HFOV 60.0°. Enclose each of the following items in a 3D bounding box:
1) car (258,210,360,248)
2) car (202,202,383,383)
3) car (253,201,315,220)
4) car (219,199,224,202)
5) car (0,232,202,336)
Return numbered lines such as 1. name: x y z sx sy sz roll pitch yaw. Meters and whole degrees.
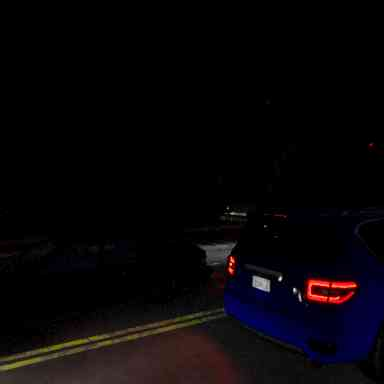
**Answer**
1. car: 5.489 1.603 15.438 4.718 1.301 1.895 0 0 -31
2. car: 3.106 1.222 5.557 5.566 2.045 2.150 0 0 -33
3. car: 7.935 1.551 29.228 2.033 1.411 5.357 0 0 -31
4. car: 2.644 1.495 38.115 2.128 1.511 4.902 0 0 -31
5. car: -2.158 1.548 6.632 5.357 1.411 2.033 0 0 -33
